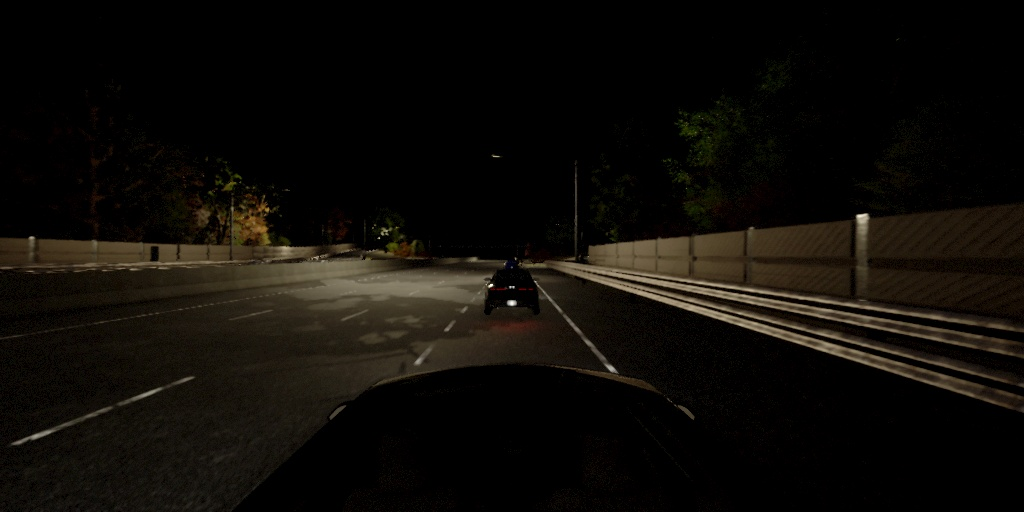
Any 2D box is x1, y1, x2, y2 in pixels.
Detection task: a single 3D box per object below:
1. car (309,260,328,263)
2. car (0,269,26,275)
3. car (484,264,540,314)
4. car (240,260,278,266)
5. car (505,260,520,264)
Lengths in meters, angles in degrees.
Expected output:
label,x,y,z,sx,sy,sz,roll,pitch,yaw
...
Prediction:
label,x,y,z,sx,sy,sz,roll,pitch,yaw
car,-21.040,1.198,39.002,2.128,1.511,4.902,0,0,0
car,-24.578,1.289,16.404,1.994,1.385,4.181,0,0,0
car,-0.003,1.236,13.742,1.837,1.490,4.892,0,0,0
car,-28.033,1.197,39.795,2.128,1.511,4.902,0,0,0
car,0.066,1.229,46.398,1.812,1.442,4.674,0,0,2
